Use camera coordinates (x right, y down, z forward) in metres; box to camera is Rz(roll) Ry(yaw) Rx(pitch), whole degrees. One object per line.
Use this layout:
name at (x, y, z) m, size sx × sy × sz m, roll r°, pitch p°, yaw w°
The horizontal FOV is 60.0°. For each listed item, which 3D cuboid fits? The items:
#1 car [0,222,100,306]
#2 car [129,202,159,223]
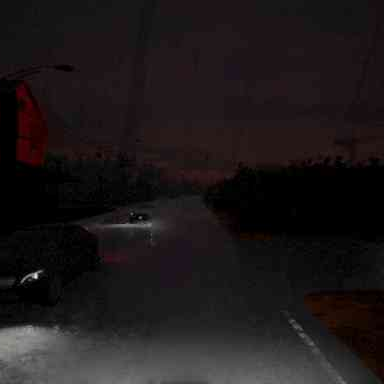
car at (-3.607, 1.524, 8.154) m, size 1.812 × 1.442 × 4.674 m, roll 0°, pitch 0°, yaw 0°
car at (-3.586, 1.521, 25.600) m, size 1.812 × 1.442 × 4.674 m, roll 0°, pitch 0°, yaw 0°
